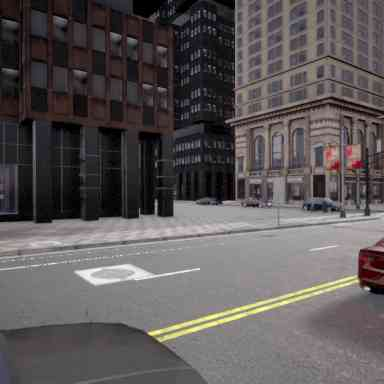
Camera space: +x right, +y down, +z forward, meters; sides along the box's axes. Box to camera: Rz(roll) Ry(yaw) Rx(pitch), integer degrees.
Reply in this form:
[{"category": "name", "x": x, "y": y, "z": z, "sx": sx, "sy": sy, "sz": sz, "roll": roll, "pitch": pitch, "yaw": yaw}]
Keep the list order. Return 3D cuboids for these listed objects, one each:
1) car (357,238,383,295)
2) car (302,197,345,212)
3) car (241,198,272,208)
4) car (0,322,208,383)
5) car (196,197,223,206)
[{"category": "car", "x": 5.737, "y": 1.477, "z": 7.541, "sx": 5.008, "sy": 1.535, "sz": 1.882, "roll": 0, "pitch": 0, "yaw": -36}, {"category": "car", "x": 14.988, "y": 1.376, "z": 37.949, "sx": 2.097, "sy": 1.767, "sz": 4.553, "roll": 0, "pitch": 0, "yaw": -35}, {"category": "car", "x": 8.985, "y": 1.527, "z": 46.433, "sx": 2.128, "sy": 1.511, "sz": 4.902, "roll": 0, "pitch": 0, "yaw": -35}, {"category": "car", "x": -2.351, "y": 1.547, "z": 1.766, "sx": 5.357, "sy": 1.411, "sz": 2.033, "roll": 0, "pitch": 0, "yaw": -35}, {"category": "car", "x": 2.877, "y": 1.596, "z": 55.078, "sx": 2.033, "sy": 1.411, "sz": 5.357, "roll": 0, "pitch": 0, "yaw": -35}]
